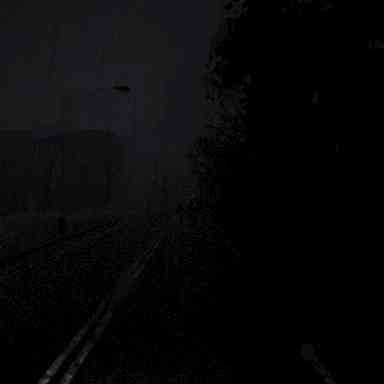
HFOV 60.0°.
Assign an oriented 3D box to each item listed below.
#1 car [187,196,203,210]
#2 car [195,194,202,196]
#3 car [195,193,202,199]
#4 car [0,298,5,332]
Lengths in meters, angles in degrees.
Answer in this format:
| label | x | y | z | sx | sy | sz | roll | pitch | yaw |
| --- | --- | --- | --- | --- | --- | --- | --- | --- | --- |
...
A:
| label | x | y | z | sx | sy | sz | roll | pitch | yaw |
| --- | --- | --- | --- | --- | --- | --- | --- | --- | --- |
| car | 0.430 | 1.549 | 42.363 | 1.994 | 1.385 | 4.181 | 0 | 0 | 1 |
| car | 1.560 | 1.386 | 85.496 | 1.895 | 1.301 | 4.718 | 0 | 0 | 2 |
| car | 1.869 | 1.106 | 95.466 | 1.812 | 1.442 | 4.674 | 0 | 0 | 2 |
| car | -3.349 | 1.593 | 2.049 | 1.895 | 1.301 | 4.718 | 0 | 0 | 0 |
